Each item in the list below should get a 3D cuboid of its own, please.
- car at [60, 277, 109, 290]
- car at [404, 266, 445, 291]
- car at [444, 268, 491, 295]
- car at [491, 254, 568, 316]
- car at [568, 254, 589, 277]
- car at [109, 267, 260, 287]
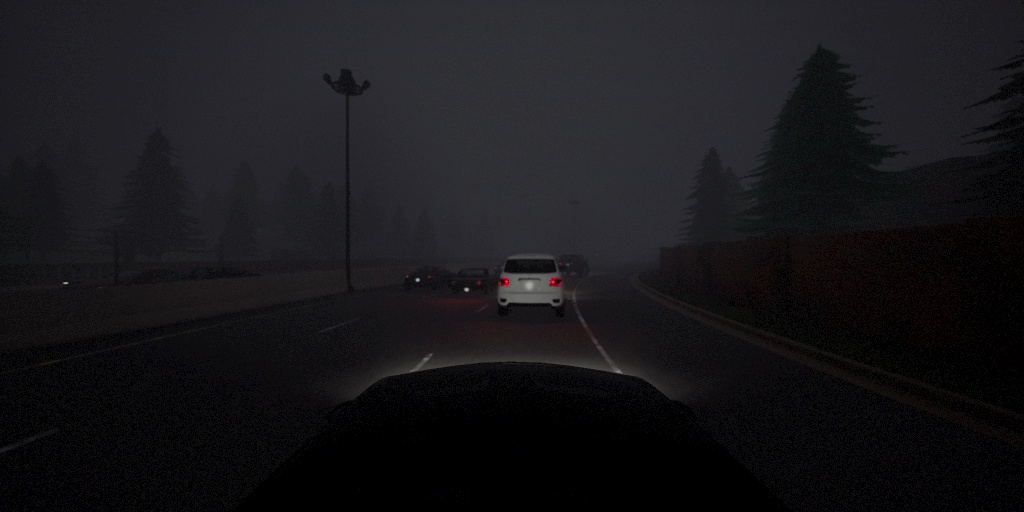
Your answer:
[{"bbox_3d":[-16.585,1.269,16.021,1.812,1.442,4.674,0,0,7],"label":"car"},{"bbox_3d":[-4.802,1.270,21.615,1.994,1.385,4.181,0,0,11],"label":"car"},{"bbox_3d":[-1.789,1.306,19.362,1.895,1.301,4.718,0,0,10],"label":"car"},{"bbox_3d":[0.822,0.938,13.381,2.150,2.045,5.566,0,0,7],"label":"car"},{"bbox_3d":[5.881,0.872,33.931,2.150,2.045,5.566,0,0,20],"label":"car"},{"bbox_3d":[-13.151,1.230,15.301,2.128,1.511,4.902,0,0,8],"label":"car"}]
